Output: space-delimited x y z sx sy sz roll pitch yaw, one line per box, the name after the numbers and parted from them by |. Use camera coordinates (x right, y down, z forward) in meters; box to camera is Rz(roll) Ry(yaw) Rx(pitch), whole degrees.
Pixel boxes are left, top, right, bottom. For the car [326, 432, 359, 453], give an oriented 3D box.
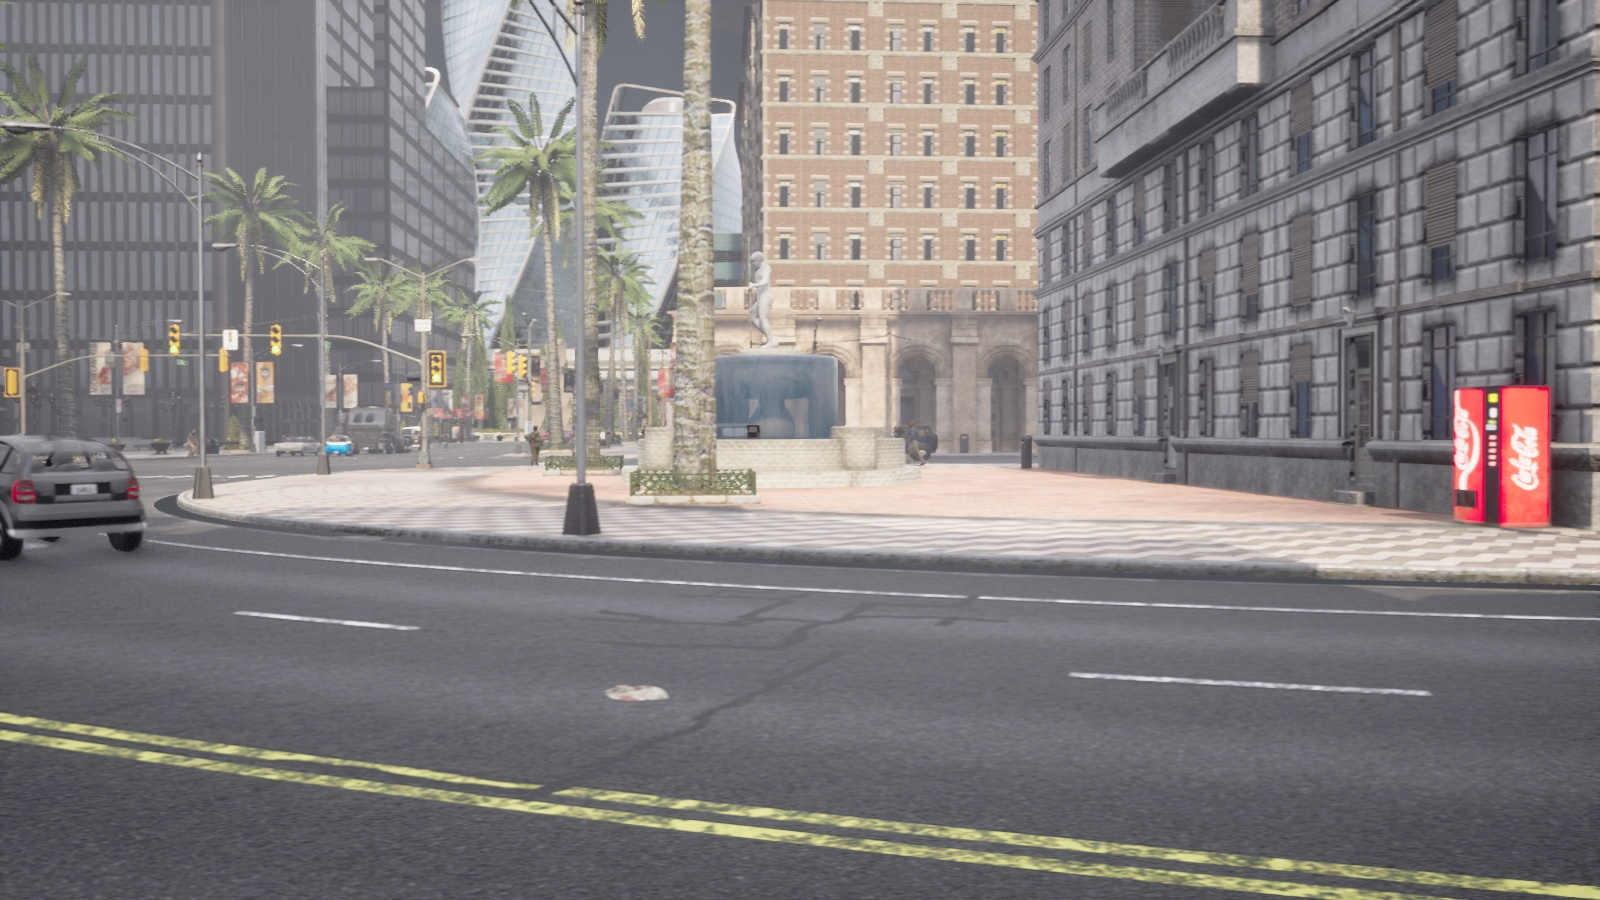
-30.213 -0.495 82.951 1.481 1.376 2.207 0 1 -3 | car

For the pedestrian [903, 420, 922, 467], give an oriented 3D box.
4.479 -0.252 49.806 0.726 1.835 0.370 0 1 3 | pedestrian

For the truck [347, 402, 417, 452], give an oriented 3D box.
-30.738 -1.680 92.590 2.891 3.462 7.936 0 1 -3 | truck

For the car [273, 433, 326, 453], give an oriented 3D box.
-33.831 -0.496 85.045 1.895 1.301 4.718 0 1 -3 | car

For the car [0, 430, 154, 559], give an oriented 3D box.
-10.517 0.505 17.029 3.705 1.549 1.789 1 1 39 | car

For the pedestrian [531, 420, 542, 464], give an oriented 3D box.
-11.662 -0.337 55.566 0.395 1.930 0.692 0 1 -4 | pedestrian

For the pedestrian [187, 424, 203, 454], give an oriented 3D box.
-36.763 -0.676 76.263 0.694 1.848 0.540 0 1 12 | pedestrian

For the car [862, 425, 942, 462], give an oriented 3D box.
5.226 -0.334 64.671 3.866 1.878 1.905 0 1 -3 | car
